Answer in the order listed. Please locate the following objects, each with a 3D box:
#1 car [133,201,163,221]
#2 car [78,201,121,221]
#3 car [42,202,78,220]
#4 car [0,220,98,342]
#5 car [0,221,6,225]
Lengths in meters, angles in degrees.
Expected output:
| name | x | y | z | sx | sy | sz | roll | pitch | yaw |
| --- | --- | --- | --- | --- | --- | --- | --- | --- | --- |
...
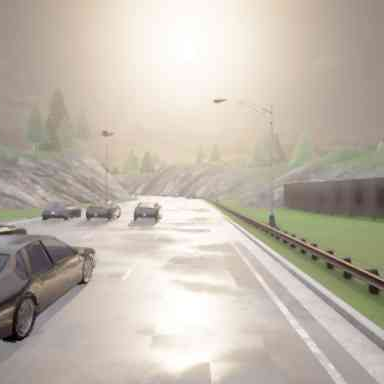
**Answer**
| name | x | y | z | sx | sy | sz | roll | pitch | yaw |
| --- | --- | --- | --- | --- | --- | --- | --- | --- | --- |
| car | -3.395 | 1.451 | 26.268 | 2.128 | 1.511 | 4.902 | 0 | 0 | 0 |
| car | -6.895 | 1.451 | 26.268 | 2.128 | 1.511 | 4.902 | 0 | 0 | 0 |
| car | -10.392 | 1.522 | 26.910 | 1.994 | 1.385 | 4.181 | 0 | 0 | 0 |
| car | -3.404 | 1.537 | 6.368 | 2.033 | 1.411 | 5.357 | 0 | 0 | 0 |
| car | -6.903 | 1.476 | 10.284 | 2.128 | 1.511 | 4.902 | 0 | 0 | 0 |
